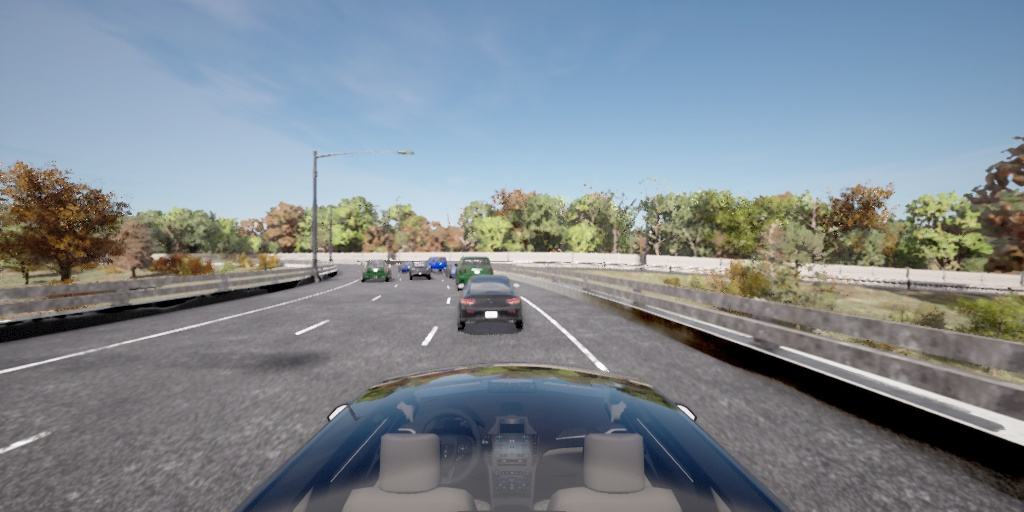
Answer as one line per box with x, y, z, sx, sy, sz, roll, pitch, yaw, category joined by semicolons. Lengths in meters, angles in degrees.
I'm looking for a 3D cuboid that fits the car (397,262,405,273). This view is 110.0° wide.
-13.389;1.453;45.752;1.994;1.385;4.181;0;0;-25;car

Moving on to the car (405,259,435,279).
-8.661;1.341;33.453;2.128;1.511;4.902;0;0;-17;car

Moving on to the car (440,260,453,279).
-5.432;1.397;34.816;2.033;1.411;5.357;0;0;-17;car

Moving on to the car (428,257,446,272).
-9.893;1.109;46.544;2.150;2.045;5.566;0;0;-24;car

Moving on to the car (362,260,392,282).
-11.475;1.197;30.649;2.097;1.767;4.553;0;0;-16;car

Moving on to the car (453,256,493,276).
-2.477;1.034;23.084;2.150;2.045;5.566;0;0;-10;car

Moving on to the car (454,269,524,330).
-0.711;1.303;11.223;1.812;1.442;4.674;0;0;-5;car
